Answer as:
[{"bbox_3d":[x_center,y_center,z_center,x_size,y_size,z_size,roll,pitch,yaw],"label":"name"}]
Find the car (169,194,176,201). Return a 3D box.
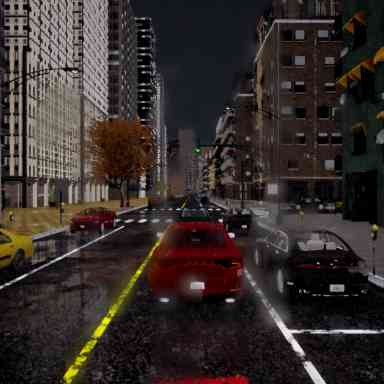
[{"bbox_3d":[-5.575,1.649,84.962,1.947,1.339,4.313,0,0,0],"label":"car"}]

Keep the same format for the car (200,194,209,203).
[{"bbox_3d":[2.791,1.630,73.903,1.947,1.339,4.313,0,0,0],"label":"car"}]

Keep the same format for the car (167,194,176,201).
[{"bbox_3d":[-5.568,1.409,90.484,2.192,1.841,5.009,0,0,0],"label":"car"}]

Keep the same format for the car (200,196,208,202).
[{"bbox_3d":[2.798,1.599,79.596,1.752,1.417,4.829,0,0,0],"label":"car"}]

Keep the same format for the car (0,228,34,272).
[{"bbox_3d":[-5.680,1.526,8.200,1.752,1.417,4.829,0,0,0],"label":"car"}]

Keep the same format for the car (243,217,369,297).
[{"bbox_3d":[2.700,1.552,8.358,2.008,1.369,4.403,0,0,0],"label":"car"}]

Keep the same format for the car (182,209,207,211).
[{"bbox_3d":[0.128,1.605,19.037,1.895,1.301,4.718,0,0,1],"label":"car"}]

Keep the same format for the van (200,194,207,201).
[{"bbox_3d":[2.805,1.424,84.950,1.690,1.788,3.998,0,0,0],"label":"van"}]

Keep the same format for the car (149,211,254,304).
[{"bbox_3d":[0.102,1.478,8.263,1.882,1.535,5.008,0,0,0],"label":"car"}]

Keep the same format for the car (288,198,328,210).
[{"bbox_3d":[13.479,1.359,38.815,4.403,1.369,2.008,-1,1,0],"label":"car"}]

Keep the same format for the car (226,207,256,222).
[{"bbox_3d":[2.715,1.555,19.424,2.008,1.369,4.403,0,0,0],"label":"car"}]

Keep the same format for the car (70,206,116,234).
[{"bbox_3d":[-5.665,1.549,19.436,1.887,1.381,4.507,0,0,0],"label":"car"}]

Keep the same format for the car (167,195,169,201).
[{"bbox_3d":[-5.613,1.607,57.347,1.947,1.339,4.313,0,0,0],"label":"car"}]

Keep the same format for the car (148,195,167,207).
[{"bbox_3d":[-5.621,1.349,51.824,2.192,1.841,5.009,0,0,0],"label":"car"}]

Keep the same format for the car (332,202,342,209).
[{"bbox_3d":[18.876,1.259,38.862,4.829,1.417,1.752,-1,1,0],"label":"car"}]
